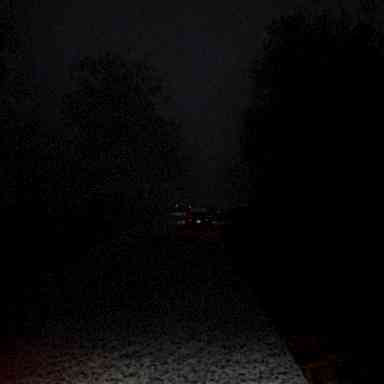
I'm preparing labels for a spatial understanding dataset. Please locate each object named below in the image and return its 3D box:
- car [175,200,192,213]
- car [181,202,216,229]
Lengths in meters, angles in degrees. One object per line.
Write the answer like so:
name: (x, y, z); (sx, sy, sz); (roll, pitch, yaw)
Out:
car: (-0.858, 1.763, 42.391); (2.097, 1.767, 4.553); (0, -1, 7)
car: (0.502, 1.665, 22.887); (1.812, 1.442, 4.674); (0, 0, 2)
